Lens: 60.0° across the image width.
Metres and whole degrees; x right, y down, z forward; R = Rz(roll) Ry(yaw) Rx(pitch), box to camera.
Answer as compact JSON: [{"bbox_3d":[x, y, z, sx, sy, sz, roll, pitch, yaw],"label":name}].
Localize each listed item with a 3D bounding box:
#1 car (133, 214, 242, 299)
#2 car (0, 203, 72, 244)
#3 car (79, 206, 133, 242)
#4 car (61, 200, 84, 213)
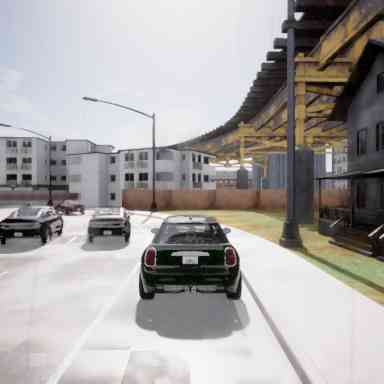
[{"bbox_3d":[-0.033,1.353,8.620,2.097,1.767,4.553,0,0,0],"label":"car"},{"bbox_3d":[-7.412,1.493,15.780,2.128,1.511,4.902,0,0,-10],"label":"car"},{"bbox_3d":[-3.960,1.492,16.352,2.128,1.511,4.902,0,0,-10],"label":"car"},{"bbox_3d":[-12.551,1.526,34.031,1.812,1.442,4.674,0,0,-42],"label":"car"}]
